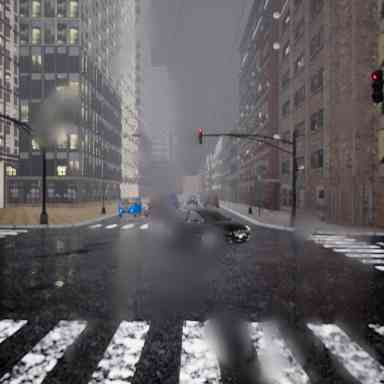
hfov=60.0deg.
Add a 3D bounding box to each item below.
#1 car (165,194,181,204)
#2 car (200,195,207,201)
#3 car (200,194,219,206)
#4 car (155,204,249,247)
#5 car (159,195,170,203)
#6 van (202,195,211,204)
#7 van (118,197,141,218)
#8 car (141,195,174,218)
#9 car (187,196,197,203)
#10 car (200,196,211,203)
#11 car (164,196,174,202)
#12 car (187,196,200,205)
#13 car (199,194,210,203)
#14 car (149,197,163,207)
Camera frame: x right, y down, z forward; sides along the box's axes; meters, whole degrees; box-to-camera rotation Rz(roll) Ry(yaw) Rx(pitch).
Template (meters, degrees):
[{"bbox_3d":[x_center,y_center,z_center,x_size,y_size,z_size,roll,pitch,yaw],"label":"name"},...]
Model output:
[{"bbox_3d":[-3.046,1.271,46.980,2.150,2.045,5.566,0,0,0],"label":"car"},{"bbox_3d":[3.097,1.648,90.176,1.812,1.442,4.674,0,0,0],"label":"car"},{"bbox_3d":[2.740,1.367,47.257,2.192,1.841,5.009,0,0,0],"label":"car"},{"bbox_3d":[0.505,1.554,15.536,1.837,1.490,4.892,1,0,-38],"label":"car"},{"bbox_3d":[-5.617,1.525,69.468,1.967,1.590,4.097,0,0,0],"label":"car"},{"bbox_3d":[2.757,1.417,63.910,1.690,1.788,3.998,0,0,0],"label":"van"},{"bbox_3d":[-5.658,1.372,30.612,1.690,1.788,3.998,0,0,0],"label":"van"},{"bbox_3d":[-3.067,1.382,30.573,2.097,1.767,4.553,0,0,0],"label":"car"},{"bbox_3d":[0.077,1.476,70.107,2.033,1.411,5.357,0,0,0],"label":"car"},{"bbox_3d":[2.764,1.636,69.460,2.008,1.369,4.403,0,0,0],"label":"car"},{"bbox_3d":[-5.605,1.654,80.570,2.008,1.369,4.403,0,0,0],"label":"car"},{"bbox_3d":[0.068,1.671,60.131,1.895,1.301,4.718,0,0,0],"label":"car"},{"bbox_3d":[2.769,1.409,75.011,2.192,1.841,5.009,0,0,0],"label":"car"},{"bbox_3d":[-5.635,1.585,52.645,1.752,1.417,4.829,0,0,0],"label":"car"}]
